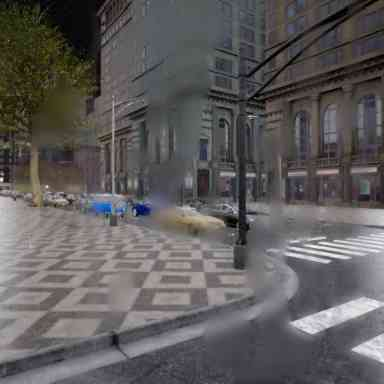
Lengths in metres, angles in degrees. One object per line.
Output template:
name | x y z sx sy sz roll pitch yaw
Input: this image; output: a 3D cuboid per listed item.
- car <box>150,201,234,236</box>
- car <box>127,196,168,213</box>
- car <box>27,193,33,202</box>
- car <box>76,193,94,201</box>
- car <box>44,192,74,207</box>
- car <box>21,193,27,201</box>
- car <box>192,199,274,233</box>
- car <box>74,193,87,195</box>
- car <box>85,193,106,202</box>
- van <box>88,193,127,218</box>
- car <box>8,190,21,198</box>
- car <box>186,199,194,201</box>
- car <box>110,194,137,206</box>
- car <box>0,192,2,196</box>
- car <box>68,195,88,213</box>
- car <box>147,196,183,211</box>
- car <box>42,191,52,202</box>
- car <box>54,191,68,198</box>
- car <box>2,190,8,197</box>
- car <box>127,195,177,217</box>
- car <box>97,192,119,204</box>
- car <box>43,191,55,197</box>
car | -0.176 1.398 17.802 1.752 1.417 4.829 1 0 -35
car | -4.628 1.183 34.253 2.128 1.511 4.902 0 1 -35
car | -22.961 0.910 50.068 2.008 1.369 4.403 1 0 -35
car | -19.242 0.860 59.579 1.802 1.307 4.206 1 0 -35
car | -16.382 1.051 40.753 1.752 1.417 4.829 1 0 -35
car | -26.202 0.830 54.656 2.008 1.369 4.403 1 0 -35
car | 2.385 1.370 18.789 2.128 1.511 4.902 0 1 -36
car | -14.843 1.013 43.251 1.837 1.490 4.892 0 1 -35
car | -16.001 0.910 54.991 2.008 1.369 4.403 1 0 -35
van | -6.755 1.091 27.122 1.690 1.788 3.998 1 0 -35
car | -35.922 0.483 68.420 1.967 1.590 4.097 1 0 -35
car | 0.202 1.315 32.048 1.947 1.339 4.313 1 0 -35
car | -9.520 1.073 45.815 2.008 1.369 4.403 1 0 -35
car | -45.645 0.254 82.186 1.967 1.590 4.097 1 0 -35
car | -9.997 1.230 31.711 2.008 1.369 4.403 1 0 -35
car | -3.037 1.223 36.636 1.887 1.381 4.507 1 0 -35
car | -19.720 0.992 45.480 2.008 1.369 4.403 1 0 -35
car | -28.963 0.587 73.342 1.887 1.381 4.507 1 0 -35
car | -42.404 0.330 77.597 1.967 1.590 4.097 1 0 -35
car | -3.057 1.258 26.485 1.882 1.535 5.008 0 1 -35
car | -12.759 0.880 50.403 1.967 1.590 4.097 1 0 -35
car | -35.445 0.471 82.518 1.802 1.307 4.206 1 0 -35
